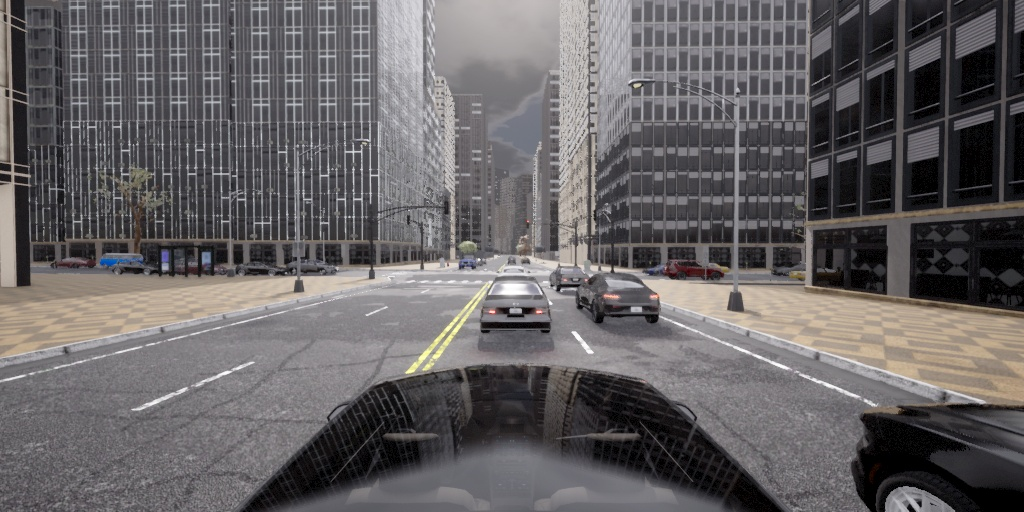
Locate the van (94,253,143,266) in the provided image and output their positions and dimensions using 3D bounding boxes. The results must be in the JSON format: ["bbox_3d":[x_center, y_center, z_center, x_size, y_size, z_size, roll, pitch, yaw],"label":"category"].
[{"bbox_3d":[-45.314,0.603,41.626,3.998,1.789,1.690,0,0,1],"label":"van"}]

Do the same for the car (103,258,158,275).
[{"bbox_3d":[-34.117,1.068,32.973,4.313,1.339,1.948,0,0,1],"label":"car"}]

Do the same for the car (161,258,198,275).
[{"bbox_3d":[-31.372,0.975,35.551,4.902,1.511,2.128,1,1,1],"label":"car"}]

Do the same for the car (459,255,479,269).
[{"bbox_3d":[-6.633,0.933,53.897,2.150,2.045,5.566,0,0,0],"label":"car"}]

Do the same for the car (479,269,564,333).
[{"bbox_3d":[0.096,1.293,10.666,2.033,1.411,5.357,0,0,0],"label":"car"}]

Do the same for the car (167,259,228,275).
[{"bbox_3d":[-28.436,1.136,32.804,4.207,1.307,1.802,0,0,1],"label":"car"}]

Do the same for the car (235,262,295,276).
[{"bbox_3d":[-22.752,1.172,32.675,4.313,1.339,1.948,0,0,1],"label":"car"}]

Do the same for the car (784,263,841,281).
[{"bbox_3d":[27.622,1.577,31.985,4.829,1.417,1.751,0,0,1],"label":"car"}]

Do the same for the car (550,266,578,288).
[{"bbox_3d":[3.339,1.286,21.347,2.033,1.411,5.357,0,0,0],"label":"car"}]

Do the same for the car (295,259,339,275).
[{"bbox_3d":[-19.603,1.082,35.319,4.902,1.511,2.128,1,1,1],"label":"car"}]

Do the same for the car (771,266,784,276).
[{"bbox_3d":[29.956,1.484,37.719,4.892,1.490,1.837,0,1,1],"label":"car"}]

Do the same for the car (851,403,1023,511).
[{"bbox_3d":[3.345,1.228,0.449,1.882,1.535,5.008,0,0,0],"label":"car"}]

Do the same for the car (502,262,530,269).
[{"bbox_3d":[0.088,1.265,20.257,1.812,1.442,4.674,0,0,0],"label":"car"}]

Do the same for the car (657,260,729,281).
[{"bbox_3d":[16.173,1.267,32.174,5.009,1.841,2.192,0,0,1],"label":"car"}]

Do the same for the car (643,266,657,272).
[{"bbox_3d":[16.700,1.410,37.944,5.357,1.411,2.033,0,1,1],"label":"car"}]

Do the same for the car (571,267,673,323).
[{"bbox_3d":[3.345,1.271,11.936,1.812,1.442,4.674,0,0,0],"label":"car"}]
